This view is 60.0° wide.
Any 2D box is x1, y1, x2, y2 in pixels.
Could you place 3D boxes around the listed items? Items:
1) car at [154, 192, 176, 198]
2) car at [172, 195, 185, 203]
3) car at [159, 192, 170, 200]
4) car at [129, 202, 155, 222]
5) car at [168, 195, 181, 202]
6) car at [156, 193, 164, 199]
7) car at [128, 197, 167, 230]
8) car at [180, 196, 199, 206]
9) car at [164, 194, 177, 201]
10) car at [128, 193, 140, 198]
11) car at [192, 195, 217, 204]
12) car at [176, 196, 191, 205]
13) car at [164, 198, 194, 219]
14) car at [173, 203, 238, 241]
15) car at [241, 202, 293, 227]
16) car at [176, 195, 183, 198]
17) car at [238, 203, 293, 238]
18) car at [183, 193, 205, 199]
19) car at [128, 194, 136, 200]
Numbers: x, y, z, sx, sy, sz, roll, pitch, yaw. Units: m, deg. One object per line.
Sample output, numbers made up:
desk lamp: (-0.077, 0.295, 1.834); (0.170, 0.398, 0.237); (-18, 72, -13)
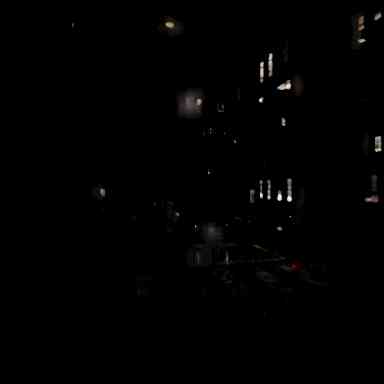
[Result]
car: (-3.299, 1.200, 35.726); (2.097, 1.767, 4.553); (-1, 0, -11)
car: (-2.524, 1.287, 60.200); (1.802, 1.307, 4.206); (-1, 0, -11)
car: (-6.736, 0.949, 81.992); (2.192, 1.841, 5.009); (-1, 0, -11)
car: (-3.948, 1.490, 25.995); (1.802, 1.307, 4.206); (-1, 0, -11)
car: (-3.576, 1.253, 65.648); (1.947, 1.339, 4.313); (-1, 0, -11)
car: (-8.866, 1.123, 93.057); (1.752, 1.417, 4.829); (-1, 0, -11)
car: (-2.900, 1.365, 20.545); (1.967, 1.590, 4.097); (-1, 0, -11)
car: (-0.422, 1.290, 49.302); (2.008, 1.369, 4.403); (-1, 0, -11)
car: (-4.627, 1.220, 71.096); (2.008, 1.369, 4.403); (-1, 0, -11)
car: (-10.260, 1.247, 58.685); (1.967, 1.590, 4.097); (-1, 0, -11)
car: (1.682, 1.339, 38.406); (1.947, 1.339, 4.313); (-1, 0, -11)
car: (-1.472, 1.304, 54.751); (1.802, 1.307, 4.206); (-1, 0, -11)
car: (-1.397, 1.442, 25.811); (1.994, 1.385, 4.181); (-1, 0, -11)
car: (0.489, 1.472, 16.049); (1.994, 1.385, 4.181); (-1, 0, -11)
car: (4.841, 1.405, 22.062); (1.802, 1.307, 4.206); (-1, 0, -11)
car: (-2.368, 1.381, 46.182); (1.895, 1.301, 4.718); (-1, 0, -10)
car: (3.381, 1.395, 16.762); (1.812, 1.442, 4.674); (-1, 0, -11)
car: (0.624, 1.071, 43.852); (2.192, 1.841, 5.009); (-1, 0, -11)
car: (-15.483, 1.244, 85.762); (1.752, 1.417, 4.829); (-1, 0, -11)
